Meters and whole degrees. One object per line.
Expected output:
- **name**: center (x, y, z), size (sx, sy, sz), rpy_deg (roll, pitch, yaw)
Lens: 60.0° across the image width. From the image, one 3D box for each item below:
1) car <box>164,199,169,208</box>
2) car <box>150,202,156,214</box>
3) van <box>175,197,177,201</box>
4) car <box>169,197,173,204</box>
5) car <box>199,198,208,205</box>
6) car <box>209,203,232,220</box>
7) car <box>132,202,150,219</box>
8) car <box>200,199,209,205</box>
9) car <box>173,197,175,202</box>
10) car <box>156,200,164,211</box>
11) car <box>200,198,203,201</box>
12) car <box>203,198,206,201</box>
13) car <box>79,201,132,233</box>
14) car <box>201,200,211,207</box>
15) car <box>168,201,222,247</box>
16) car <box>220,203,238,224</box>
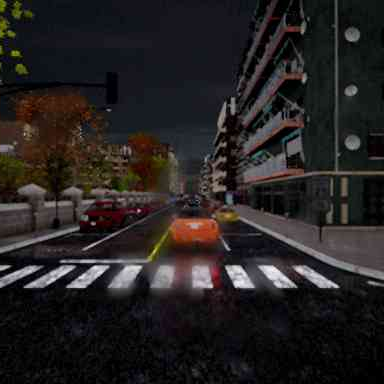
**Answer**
- **car**: center (-5.632, 2.209, 60.373), size (1.802, 1.307, 4.206), rpy_deg (0, -1, 0)
- **car**: center (-5.654, 1.937, 38.234), size (1.887, 1.381, 4.507), rpy_deg (0, -1, 0)
- **van**: center (-5.600, 2.332, 93.584), size (1.690, 1.788, 3.998), rpy_deg (0, -1, 0)
- **car**: center (-5.621, 2.270, 71.273), size (1.752, 1.417, 4.829), rpy_deg (0, -1, 0)
- **car**: center (2.770, 2.308, 82.506), size (1.967, 1.590, 4.097), rpy_deg (0, -1, 0)
- **car**: center (2.721, 1.879, 32.691), size (1.887, 1.381, 4.507), rpy_deg (0, -1, 0)
- **car**: center (-5.660, 1.775, 32.700), size (1.967, 1.590, 4.097), rpy_deg (0, -1, 0)
- **car**: center (2.765, 2.373, 76.970), size (1.947, 1.339, 4.313), rpy_deg (0, -1, 0)
- **car**: center (-5.615, 2.358, 76.978), size (2.008, 1.369, 4.403), rpy_deg (0, -1, 0)
- **car**: center (-5.643, 2.091, 49.303), size (1.802, 1.307, 4.206), rpy_deg (0, -1, 0)
- **car**: center (0.049, 1.975, 46.933), size (2.128, 1.511, 4.902), rpy_deg (0, -1, 0)
- **car**: center (2.749, 2.171, 60.366), size (1.887, 1.381, 4.507), rpy_deg (0, -1, 0)
- **car**: center (-5.672, 1.534, 21.631), size (2.192, 1.841, 5.009), rpy_deg (0, -1, 0)
- **car**: center (2.754, 2.231, 65.900), size (1.887, 1.381, 4.507), rpy_deg (0, -1, 0)
- **car**: center (0.116, 1.515, 16.164), size (2.097, 1.767, 4.553), rpy_deg (0, -1, 0)
- **car**: center (2.715, 1.803, 27.326), size (1.752, 1.417, 4.829), rpy_deg (0, -1, 0)
